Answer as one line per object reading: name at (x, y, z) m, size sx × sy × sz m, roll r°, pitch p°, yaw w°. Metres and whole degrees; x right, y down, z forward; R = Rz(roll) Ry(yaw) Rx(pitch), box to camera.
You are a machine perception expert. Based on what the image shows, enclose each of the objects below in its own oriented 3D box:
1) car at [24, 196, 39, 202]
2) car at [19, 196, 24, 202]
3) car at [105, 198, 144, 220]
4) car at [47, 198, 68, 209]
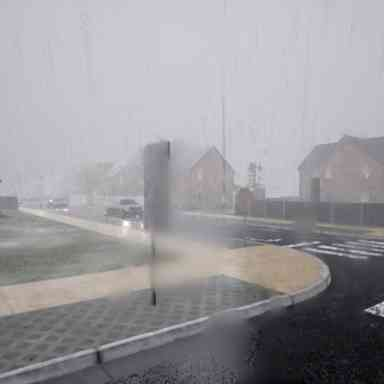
car at (-34.967, 1.591, 73.168) m, size 1.994 × 1.385 × 4.181 m, roll 1°, pitch -1°, yaw -36°
car at (-40.876, 1.723, 81.287) m, size 2.033 × 1.411 × 5.357 m, roll 1°, pitch -1°, yaw -36°
car at (-5.553, 1.330, 27.892) m, size 2.097 × 1.767 × 4.553 m, roll 1°, pitch 0°, yaw -36°
car at (-18.743, 1.559, 46.177) m, size 2.033 × 1.411 × 5.357 m, roll 1°, pitch -1°, yaw -36°
